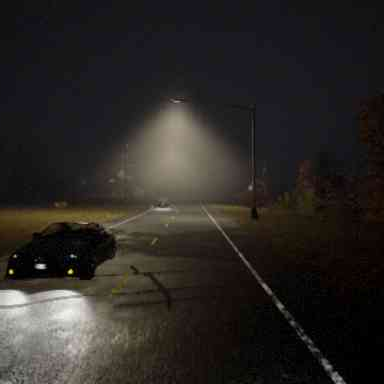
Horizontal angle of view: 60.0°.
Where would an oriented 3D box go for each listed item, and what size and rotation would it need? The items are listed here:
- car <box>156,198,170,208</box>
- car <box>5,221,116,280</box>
[{"bbox_3d":[-4.489,1.621,51.538,2.128,1.511,4.902,0,0,-6],"label":"car"},{"bbox_3d":[-3.599,1.584,9.889,1.994,1.385,4.181,0,0,0],"label":"car"}]
